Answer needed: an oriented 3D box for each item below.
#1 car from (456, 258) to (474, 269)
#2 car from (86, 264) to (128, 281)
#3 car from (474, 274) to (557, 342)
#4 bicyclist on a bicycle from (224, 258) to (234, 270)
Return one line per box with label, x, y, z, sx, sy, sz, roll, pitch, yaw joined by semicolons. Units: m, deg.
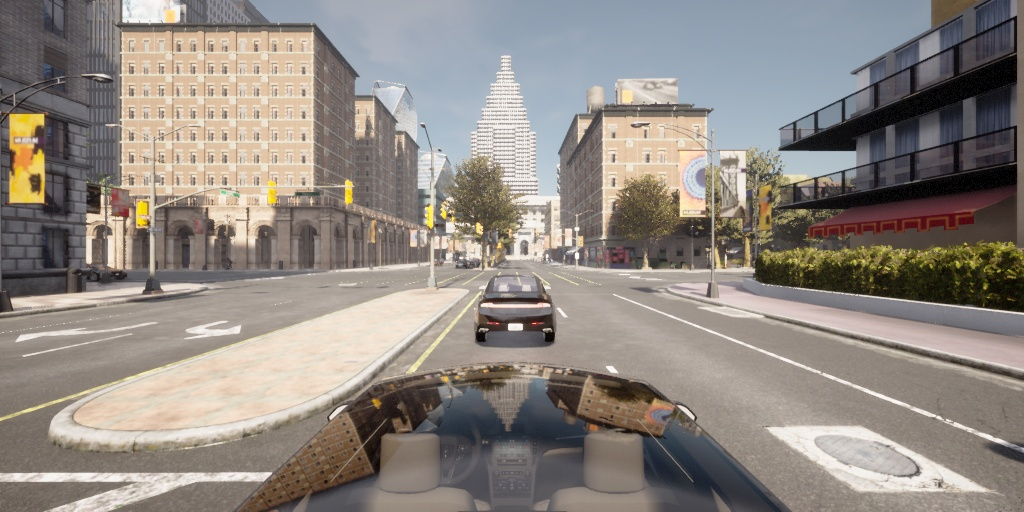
car;-8.006;1.241;58.508;2.128;1.511;4.902;0;0;0
car;-34.161;1.314;29.213;4.181;1.385;1.994;0;0;0
car;0.082;1.242;9.759;2.128;1.511;4.902;0;0;0
bicyclist on a bicycle;-37.240;1.050;47.167;0.582;1.620;1.656;0;0;0
